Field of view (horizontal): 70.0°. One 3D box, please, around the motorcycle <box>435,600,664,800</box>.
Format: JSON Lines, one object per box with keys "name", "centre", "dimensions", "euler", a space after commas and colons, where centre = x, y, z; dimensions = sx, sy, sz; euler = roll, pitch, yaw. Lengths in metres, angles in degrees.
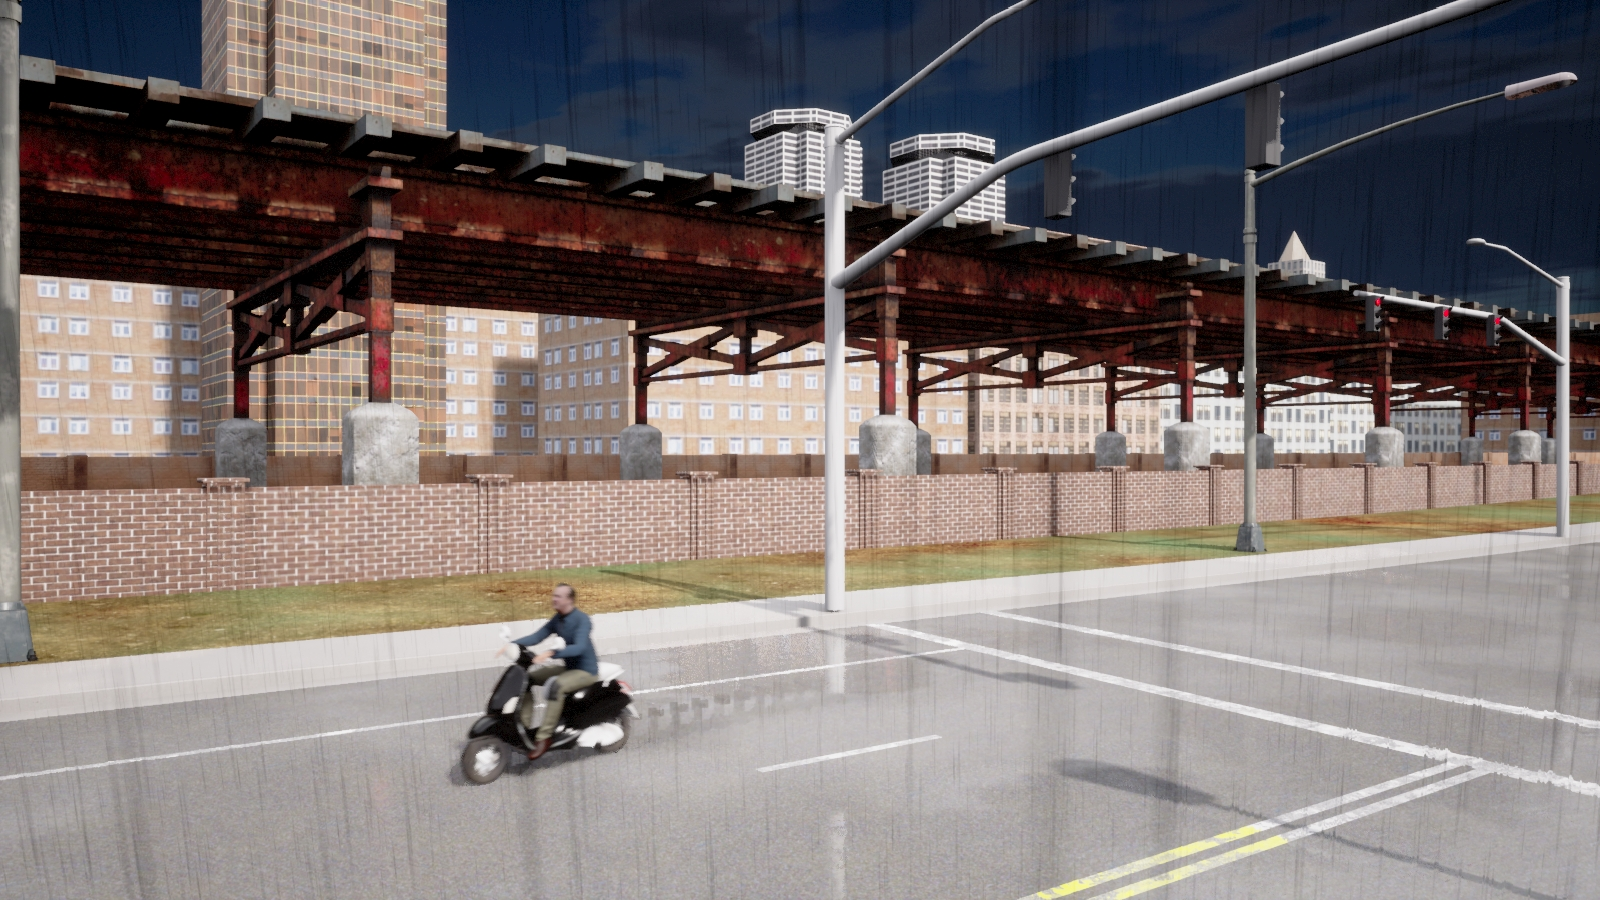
{"name": "motorcycle", "centre": [-2.176, 2.129, 10.099], "dimensions": [0.856, 1.341, 1.805], "euler": [1, 1, 43]}
